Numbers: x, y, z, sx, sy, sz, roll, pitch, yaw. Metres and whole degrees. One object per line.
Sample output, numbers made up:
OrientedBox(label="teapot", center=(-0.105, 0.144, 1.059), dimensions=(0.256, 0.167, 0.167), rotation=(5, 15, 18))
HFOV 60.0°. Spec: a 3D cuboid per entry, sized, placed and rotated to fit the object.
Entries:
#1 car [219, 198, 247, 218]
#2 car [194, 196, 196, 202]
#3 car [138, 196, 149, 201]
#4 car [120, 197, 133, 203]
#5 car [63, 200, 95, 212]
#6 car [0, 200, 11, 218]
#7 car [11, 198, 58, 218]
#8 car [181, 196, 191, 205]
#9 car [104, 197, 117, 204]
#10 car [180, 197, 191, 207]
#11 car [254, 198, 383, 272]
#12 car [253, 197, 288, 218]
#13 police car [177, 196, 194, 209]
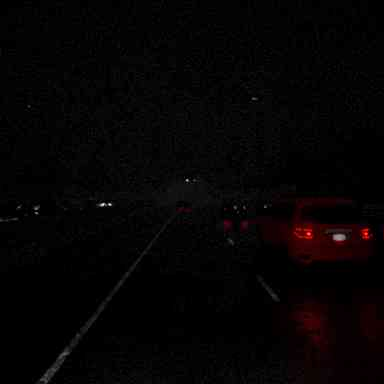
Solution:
OrientedBox(label="car", center=(3.605, 1.356, 29.881), dimensions=(2.097, 1.767, 4.553), rotation=(0, 0, 0))
OrientedBox(label="car", center=(0.015, 1.723, 79.808), dimensions=(2.033, 1.411, 5.357), rotation=(0, -1, 0))
OrientedBox(label="car", center=(-10.488, 1.678, 72.192), dimensions=(1.882, 1.535, 5.008), rotation=(0, -1, 0))
OrientedBox(label="car", center=(-13.988, 1.743, 71.358), dimensions=(2.033, 1.411, 5.357), rotation=(0, -1, 0))
OrientedBox(label="car", center=(-10.592, 1.535, 31.593), dimensions=(1.812, 1.442, 4.674), rotation=(0, 0, 0))
OrientedBox(label="car", center=(-17.592, 1.514, 30.645), dimensions=(1.837, 1.490, 4.892), rotation=(0, 0, 0))
OrientedBox(label="car", center=(-14.092, 1.360, 30.479), dimensions=(2.097, 1.767, 4.553), rotation=(0, 0, 0))
OrientedBox(label="car", center=(-1.039, 1.601, 61.553), dimensions=(1.801, 1.575, 5.366), rotation=(0, 0, 0))
OrientedBox(label="car", center=(-17.488, 1.799, 71.329), dimensions=(1.895, 1.301, 4.718), rotation=(0, -1, 0))
OrientedBox(label="car", center=(-1.040, 1.629, 55.359), dimensions=(1.812, 1.442, 4.674), rotation=(0, 0, 0))
OrientedBox(label="car", center=(3.601, 1.203, 10.812), dimensions=(2.150, 2.045, 5.566), rotation=(0, 0, 0))
OrientedBox(label="car", center=(7.105, 1.356, 30.658), dimensions=(2.097, 1.767, 4.553), rotation=(0, 0, 0))
OrientedBox(label="police car", center=(-1.042, 1.475, 45.461), dimensions=(1.930, 1.638, 5.238), rotation=(0, 0, 0))
